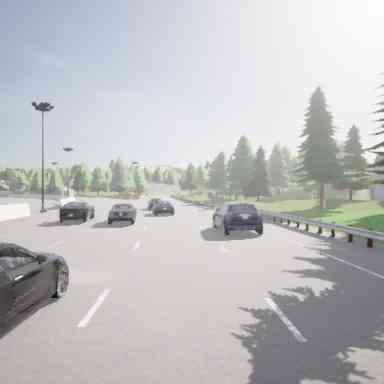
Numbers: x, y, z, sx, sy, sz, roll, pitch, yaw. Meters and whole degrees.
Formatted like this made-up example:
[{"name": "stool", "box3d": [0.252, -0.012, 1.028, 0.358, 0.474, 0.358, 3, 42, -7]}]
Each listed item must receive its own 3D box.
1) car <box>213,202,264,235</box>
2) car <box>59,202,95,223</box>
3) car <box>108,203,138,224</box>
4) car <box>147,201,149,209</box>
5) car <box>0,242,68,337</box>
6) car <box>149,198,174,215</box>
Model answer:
[{"name": "car", "box3d": [2.515, 1.352, 19.158, 2.097, 1.767, 4.553, 0, 0, -5]}, {"name": "car", "box3d": [-8.792, 1.477, 25.737, 1.882, 1.535, 5.008, 0, 0, -7]}, {"name": "car", "box3d": [-5.084, 1.547, 24.592, 2.033, 1.411, 5.357, 0, 0, -7]}, {"name": "car", "box3d": [-4.728, 1.504, 43.129, 1.837, 1.490, 4.892, 0, 0, -12]}, {"name": "car", "box3d": [-3.588, 1.526, 5.450, 1.812, 1.442, 4.674, 0, 0, -2]}, {"name": "car", "box3d": [-2.958, 1.563, 33.789, 1.994, 1.385, 4.181, 0, 0, -10]}]
